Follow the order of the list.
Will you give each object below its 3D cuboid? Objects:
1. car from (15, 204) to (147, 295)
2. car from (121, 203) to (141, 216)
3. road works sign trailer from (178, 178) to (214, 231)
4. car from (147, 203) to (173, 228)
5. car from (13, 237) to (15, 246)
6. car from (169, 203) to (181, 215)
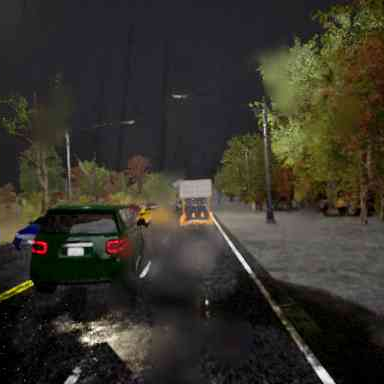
[{"bbox_3d":[-2.576,1.341,9.345,2.150,2.045,5.566,0,-1,-5],"label":"car"},{"bbox_3d":[-9.013,2.558,49.525,1.882,1.535,5.008,-3,-1,1],"label":"car"},{"bbox_3d":[0.291,0.837,23.717,2.380,3.560,2.880,-3,-1,1],"label":"road works sign trailer"},{"bbox_3d":[-2.763,1.890,24.948,1.882,1.535,5.008,-1,-5,1],"label":"car"},{"bbox_3d":[-6.381,1.735,15.553,1.812,1.442,4.674,0,-1,1],"label":"car"},{"bbox_3d":[-2.490,2.076,40.706,2.128,1.511,4.902,-2,-5,1],"label":"car"}]
